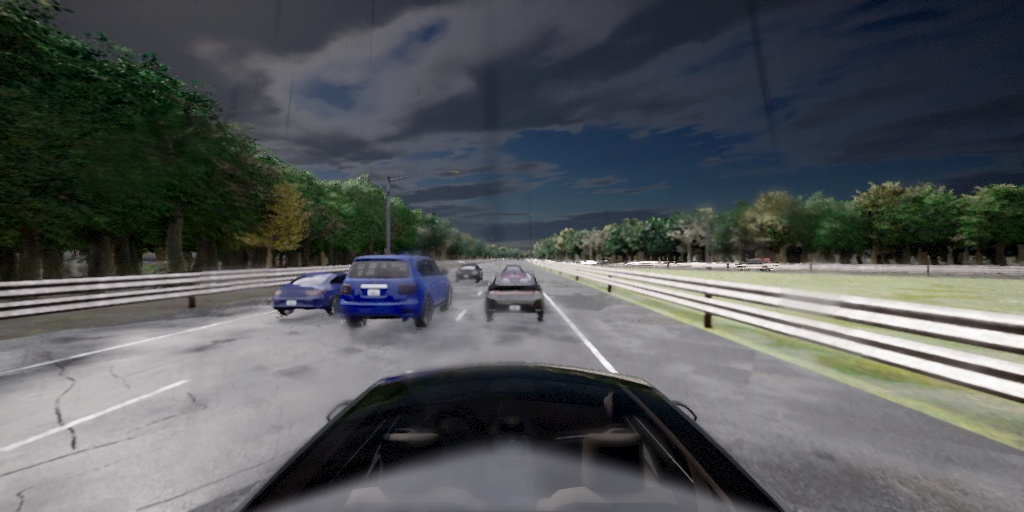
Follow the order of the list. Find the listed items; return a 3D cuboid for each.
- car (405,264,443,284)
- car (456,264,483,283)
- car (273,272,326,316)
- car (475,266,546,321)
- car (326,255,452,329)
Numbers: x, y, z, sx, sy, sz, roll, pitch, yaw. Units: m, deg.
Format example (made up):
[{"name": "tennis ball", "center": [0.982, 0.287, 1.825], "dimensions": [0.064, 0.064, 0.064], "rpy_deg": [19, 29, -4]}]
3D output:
[{"name": "car", "center": [-6.889, 1.390, 28.553], "dimensions": [1.994, 1.385, 4.181], "rpy_deg": [0, 0, 0]}, {"name": "car", "center": [-3.388, 1.372, 29.082], "dimensions": [1.812, 1.442, 4.674], "rpy_deg": [0, 0, 0]}, {"name": "car", "center": [-6.899, 1.314, 13.525], "dimensions": [1.812, 1.442, 4.674], "rpy_deg": [0, 0, 0]}, {"name": "car", "center": [0.100, 1.276, 12.604], "dimensions": [2.128, 1.511, 4.902], "rpy_deg": [0, 0, 0]}, {"name": "car", "center": [-3.401, 1.003, 11.526], "dimensions": [2.150, 2.045, 5.566], "rpy_deg": [0, 0, 0]}]
